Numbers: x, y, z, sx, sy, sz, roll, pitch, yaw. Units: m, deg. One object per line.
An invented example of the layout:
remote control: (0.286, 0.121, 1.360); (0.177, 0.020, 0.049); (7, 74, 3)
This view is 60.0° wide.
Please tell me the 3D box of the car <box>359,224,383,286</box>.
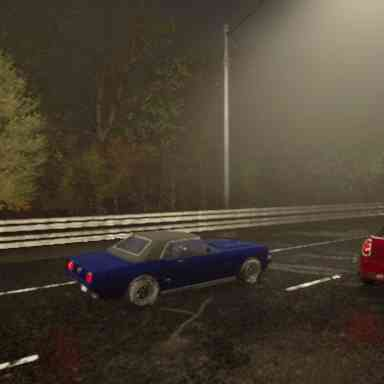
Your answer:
car: (6.082, 1.309, 8.032); (4.553, 1.767, 2.097); (0, 0, -35)

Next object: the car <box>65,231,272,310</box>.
car: (-0.327, 1.582, 7.818); (4.718, 1.301, 1.895); (0, 0, -35)
